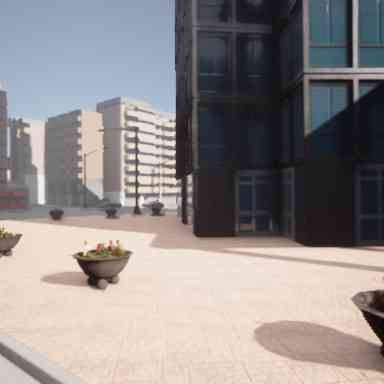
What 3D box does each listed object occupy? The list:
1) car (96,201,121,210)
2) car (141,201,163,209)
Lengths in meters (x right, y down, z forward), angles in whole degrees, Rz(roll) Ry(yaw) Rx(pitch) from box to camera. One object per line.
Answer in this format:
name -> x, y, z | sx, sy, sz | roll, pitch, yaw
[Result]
car -> -15.130, 2.396, 60.515 | 2.128, 1.511, 4.902 | -1, -1, 39
car -> -7.649, 2.470, 64.170 | 2.128, 1.511, 4.902 | -1, -1, 39
